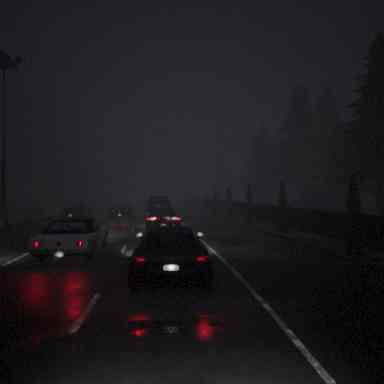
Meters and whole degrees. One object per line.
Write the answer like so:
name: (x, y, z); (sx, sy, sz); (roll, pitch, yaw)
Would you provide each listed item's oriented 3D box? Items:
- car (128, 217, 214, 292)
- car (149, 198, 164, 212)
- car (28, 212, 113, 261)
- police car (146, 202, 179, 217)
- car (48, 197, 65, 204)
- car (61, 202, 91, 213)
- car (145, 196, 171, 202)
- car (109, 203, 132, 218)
car: (-0.597, 1.605, 9.122); (1.994, 1.385, 4.181); (0, 0, -4)
car: (-4.536, 1.648, 42.147); (1.801, 1.575, 5.366); (0, 0, -7)
car: (-4.385, 1.660, 12.584); (1.895, 1.301, 4.718); (0, 0, -6)
police car: (-1.721, 1.590, 19.566); (2.038, 1.542, 4.974); (0, -1, -7)
car: (-29.752, 1.886, 73.248); (2.033, 1.411, 5.357); (0, 0, -7)
car: (-9.848, 1.659, 28.375); (1.812, 1.442, 4.674); (0, 0, -7)
car: (-3.097, 1.365, 30.763); (2.150, 2.045, 5.566); (0, 0, -7)
car: (-6.781, 1.749, 32.023); (1.895, 1.301, 4.718); (0, 0, -7)
